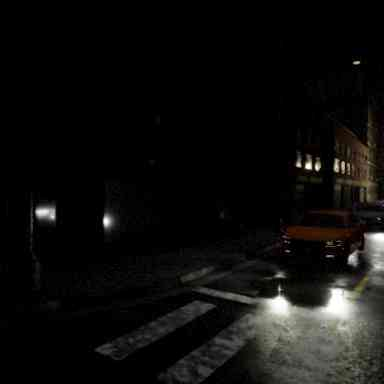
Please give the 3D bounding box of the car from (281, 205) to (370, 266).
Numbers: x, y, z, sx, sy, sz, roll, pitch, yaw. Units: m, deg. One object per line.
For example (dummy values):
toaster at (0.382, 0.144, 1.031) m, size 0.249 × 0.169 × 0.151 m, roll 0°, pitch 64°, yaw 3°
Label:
car at (4.698, 1.390, 11.574) m, size 1.882 × 1.535 × 5.008 m, roll 1°, pitch 1°, yaw 35°

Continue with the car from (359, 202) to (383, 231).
car at (10.642, 1.401, 19.944) m, size 1.812 × 1.442 × 4.674 m, roll 1°, pitch 1°, yaw 35°

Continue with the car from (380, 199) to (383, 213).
car at (20.658, 1.387, 34.044) m, size 1.895 × 1.301 × 4.718 m, roll 1°, pitch 1°, yaw 36°
